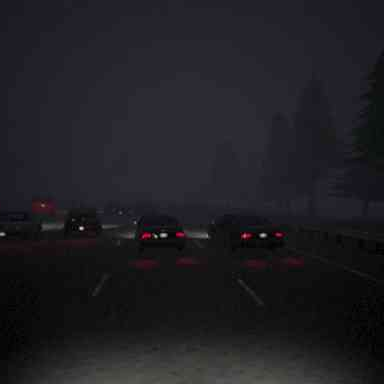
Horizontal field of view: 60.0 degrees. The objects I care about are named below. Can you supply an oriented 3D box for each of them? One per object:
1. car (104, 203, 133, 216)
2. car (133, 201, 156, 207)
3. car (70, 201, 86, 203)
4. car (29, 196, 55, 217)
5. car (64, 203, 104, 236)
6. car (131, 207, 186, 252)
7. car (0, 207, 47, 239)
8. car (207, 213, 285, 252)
[{"bbox_3d":[-7.903,1.766,34.551,1.895,1.301,4.718,0,0,-24],"label":"car"},{"bbox_3d":[-5.480,1.694,37.525,1.812,1.442,4.674,0,0,-25],"label":"car"},{"bbox_3d":[-12.190,1.674,35.350,2.128,1.511,4.902,0,0,-26],"label":"car"},{"bbox_3d":[-15.300,1.409,33.906,2.150,2.045,5.566,0,0,-26],"label":"car"},{"bbox_3d":[-6.220,1.603,19.252,1.837,1.490,4.892,0,0,-14],"label":"car"},{"bbox_3d":[-1.487,1.610,14.361,2.033,1.411,5.357,0,0,-11],"label":"car"},{"bbox_3d":[-9.395,1.704,17.809,1.895,1.301,4.718,0,0,-13],"label":"car"},{"bbox_3d":[2.071,1.598,14.237,2.033,1.411,5.357,0,0,-10],"label":"car"}]
